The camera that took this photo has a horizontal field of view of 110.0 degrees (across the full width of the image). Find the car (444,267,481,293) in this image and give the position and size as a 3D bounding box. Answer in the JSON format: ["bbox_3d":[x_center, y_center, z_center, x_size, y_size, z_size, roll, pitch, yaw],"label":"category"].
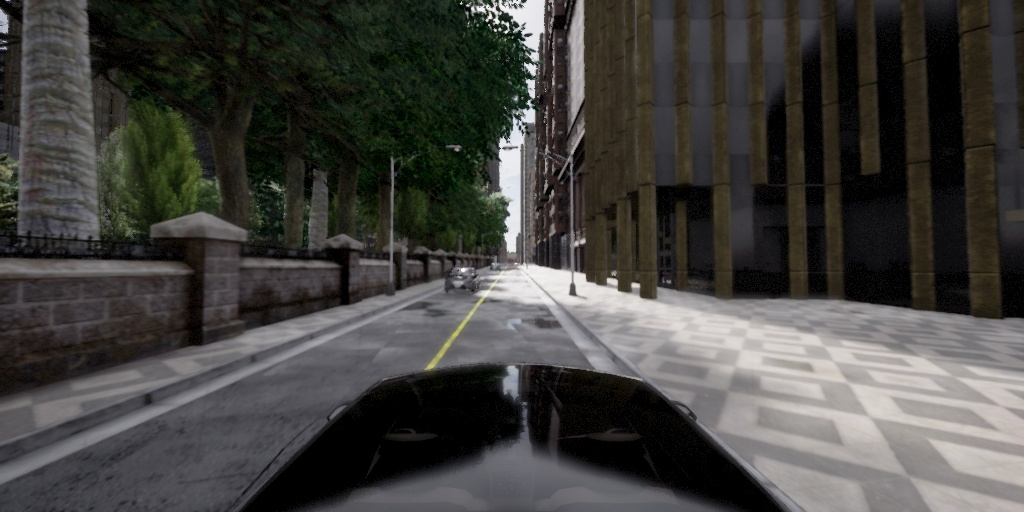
[{"bbox_3d":[-3.095,1.471,22.996,2.128,1.511,4.902,0,-1,0],"label":"car"}]

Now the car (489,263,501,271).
[{"bbox_3d":[-3.018,1.938,64.427,2.128,1.511,4.902,0,-1,1],"label":"car"}]
